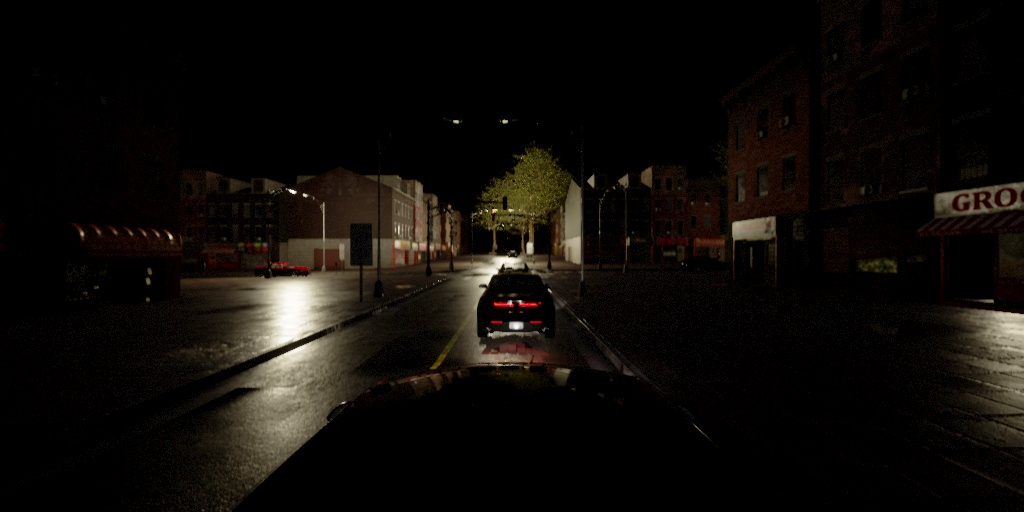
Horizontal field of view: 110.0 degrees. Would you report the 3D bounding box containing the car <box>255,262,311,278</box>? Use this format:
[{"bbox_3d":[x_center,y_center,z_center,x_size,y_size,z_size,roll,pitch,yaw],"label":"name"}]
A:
[{"bbox_3d":[-20.305,1.250,31.905,4.507,1.381,1.888,0,0,0],"label":"car"}]

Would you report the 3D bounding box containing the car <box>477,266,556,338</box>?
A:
[{"bbox_3d":[0.104,1.201,9.995,1.837,1.490,4.892,0,0,0],"label":"car"}]

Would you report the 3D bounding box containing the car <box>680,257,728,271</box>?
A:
[{"bbox_3d":[17.277,0.711,31.962,4.313,1.339,1.948,0,0,0],"label":"car"}]

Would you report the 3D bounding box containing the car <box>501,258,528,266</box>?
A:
[{"bbox_3d":[0.135,1.071,19.359,2.128,1.511,4.902,0,1,0],"label":"car"}]
